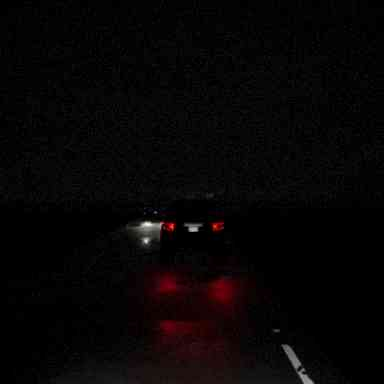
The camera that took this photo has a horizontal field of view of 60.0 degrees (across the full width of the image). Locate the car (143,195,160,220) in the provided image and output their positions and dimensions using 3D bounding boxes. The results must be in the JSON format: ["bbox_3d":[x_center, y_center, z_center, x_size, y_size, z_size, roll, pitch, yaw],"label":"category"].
[{"bbox_3d":[-2.829,1.273,28.762,2.150,2.045,5.566,0,0,0],"label":"car"}]

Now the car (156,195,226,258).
[{"bbox_3d":[0.057,1.242,12.995,2.150,2.045,5.566,0,0,0],"label":"car"}]

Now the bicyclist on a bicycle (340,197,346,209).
[{"bbox_3d":[19.930,1.425,43.943,0.582,1.620,1.656,0,0,0],"label":"bicyclist on a bicycle"}]

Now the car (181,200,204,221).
[{"bbox_3d":[0.054,1.527,28.611,1.882,1.535,5.008,0,0,0],"label":"car"}]
